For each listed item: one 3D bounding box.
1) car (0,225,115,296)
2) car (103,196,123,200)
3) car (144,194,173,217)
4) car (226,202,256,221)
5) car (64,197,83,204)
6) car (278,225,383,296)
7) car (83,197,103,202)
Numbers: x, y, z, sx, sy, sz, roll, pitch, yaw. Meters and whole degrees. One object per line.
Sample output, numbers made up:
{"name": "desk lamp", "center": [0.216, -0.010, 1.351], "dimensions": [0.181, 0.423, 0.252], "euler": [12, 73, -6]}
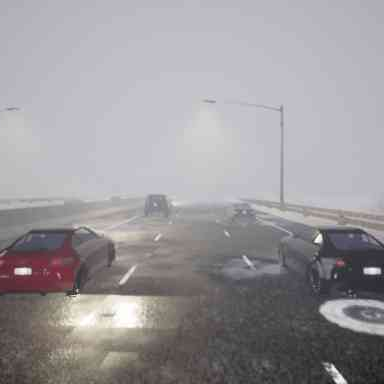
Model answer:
{"name": "car", "center": [-3.366, 1.551, 8.653], "dimensions": [1.994, 1.385, 4.181], "euler": [0, 0, 0]}
{"name": "car", "center": [-13.061, 1.455, 56.618], "dimensions": [1.882, 1.535, 5.008], "euler": [0, 0, 2]}
{"name": "car", "center": [-3.085, 1.189, 31.050], "dimensions": [2.150, 2.045, 5.566], "euler": [0, 0, 1]}
{"name": "car", "center": [3.836, 1.520, 26.600], "dimensions": [2.033, 1.411, 5.357], "euler": [0, 0, 1]}
{"name": "car", "center": [-20.042, 1.574, 56.961], "dimensions": [1.895, 1.301, 4.718], "euler": [0, 0, 3]}
{"name": "car", "center": [3.635, 1.552, 8.683], "dimensions": [1.994, 1.385, 4.181], "euler": [0, 0, 0]}
{"name": "car", "center": [-16.530, 1.577, 57.321], "dimensions": [1.895, 1.301, 4.718], "euler": [0, 0, 3]}
